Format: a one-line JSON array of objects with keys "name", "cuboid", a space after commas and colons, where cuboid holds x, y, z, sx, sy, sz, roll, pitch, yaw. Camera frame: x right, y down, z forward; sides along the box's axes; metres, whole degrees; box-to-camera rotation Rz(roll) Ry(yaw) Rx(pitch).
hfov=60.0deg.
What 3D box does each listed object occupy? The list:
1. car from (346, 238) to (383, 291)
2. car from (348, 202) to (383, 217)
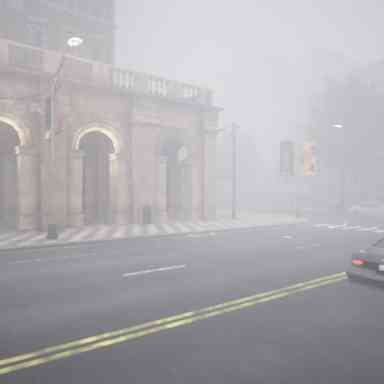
[{"name": "car", "cuboid": [5.913, 1.576, 8.093, 5.357, 1.411, 2.033, 0, 0, -36]}, {"name": "car", "cuboid": [16.609, 1.673, 30.028, 1.812, 1.442, 4.674, 0, 1, -36]}]
